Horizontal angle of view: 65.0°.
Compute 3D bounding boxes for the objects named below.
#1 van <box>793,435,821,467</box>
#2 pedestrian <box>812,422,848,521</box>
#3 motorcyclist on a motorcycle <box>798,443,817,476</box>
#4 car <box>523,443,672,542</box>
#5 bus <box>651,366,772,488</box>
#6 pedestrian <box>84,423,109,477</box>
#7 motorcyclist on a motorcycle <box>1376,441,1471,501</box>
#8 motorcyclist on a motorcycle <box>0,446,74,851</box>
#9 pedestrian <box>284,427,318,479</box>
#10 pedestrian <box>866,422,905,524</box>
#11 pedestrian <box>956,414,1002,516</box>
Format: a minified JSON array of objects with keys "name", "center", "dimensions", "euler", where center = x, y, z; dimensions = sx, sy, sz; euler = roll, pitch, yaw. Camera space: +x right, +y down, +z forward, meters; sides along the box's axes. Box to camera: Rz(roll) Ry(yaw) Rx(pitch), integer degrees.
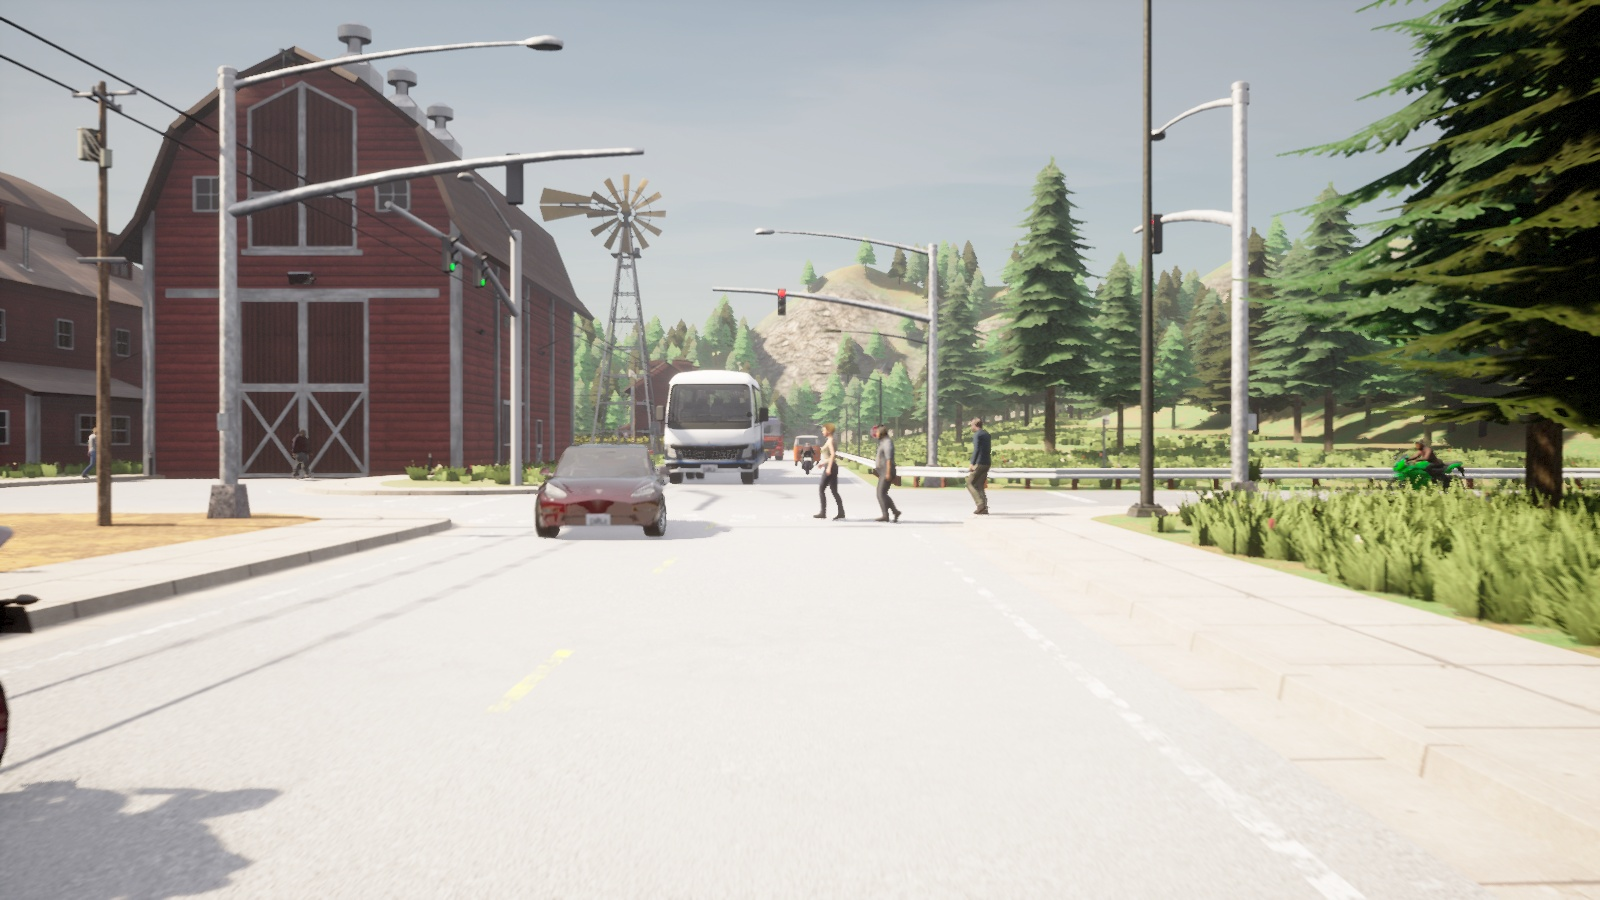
[{"name":"van","center":[0.480,0.040,81.635],"dimensions":[1.775,1.987,4.442],"euler":[0,0,0]},{"name":"pedestrian","center":[0.560,0.397,23.647],"dimensions":[0.594,1.836,0.345],"euler":[0,0,22]},{"name":"motorcyclist on a motorcycle","center":[0.357,0.443,60.075],"dimensions":[0.866,1.530,2.191],"euler":[0,0,0]},{"name":"car","center":[-3.282,0.624,21.266],"dimensions":[2.163,1.488,4.792],"euler":[0,0,-5]},{"name":"bus","center":[-3.205,-0.909,48.927],"dimensions":[3.944,4.253,10.273],"euler":[0,1,0]},{"name":"pedestrian","center":[-24.451,-0.004,43.635],"dimensions":[0.706,1.836,0.354],"euler":[0,0,-37]},{"name":"motorcyclist on a motorcycle","center":[16.039,0.533,32.323],"dimensions":[2.044,1.523,0.797],"euler":[0,0,-1]},{"name":"motorcyclist on a motorcycle","center":[-3.461,0.755,4.134],"dimensions":[0.866,1.530,2.191],"euler":[0,0,0]},{"name":"pedestrian","center":[-17.702,0.099,44.547],"dimensions":[0.899,1.844,0.634],"euler":[0,0,13]},{"name":"pedestrian","center":[1.578,0.412,23.116],"dimensions":[0.694,1.848,0.540],"euler":[0,0,8]},{"name":"pedestrian","center":[3.282,0.275,23.061],"dimensions":[0.726,1.842,0.402],"euler":[0,0,37]}]
